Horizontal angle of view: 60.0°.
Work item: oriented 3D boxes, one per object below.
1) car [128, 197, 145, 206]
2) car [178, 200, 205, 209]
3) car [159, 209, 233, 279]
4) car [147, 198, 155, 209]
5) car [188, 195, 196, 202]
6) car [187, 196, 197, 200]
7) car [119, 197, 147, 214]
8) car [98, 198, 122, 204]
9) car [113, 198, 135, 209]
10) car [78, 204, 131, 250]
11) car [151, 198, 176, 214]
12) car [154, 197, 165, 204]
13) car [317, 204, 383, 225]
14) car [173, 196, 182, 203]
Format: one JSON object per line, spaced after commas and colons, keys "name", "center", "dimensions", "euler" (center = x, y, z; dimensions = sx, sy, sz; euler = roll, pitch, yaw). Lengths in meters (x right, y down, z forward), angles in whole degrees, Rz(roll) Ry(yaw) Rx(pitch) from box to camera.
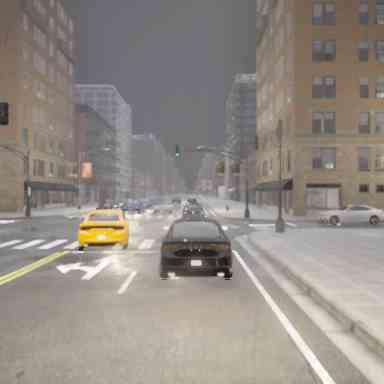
{"name": "car", "center": [-9.743, 1.656, 58.795], "dimensions": [2.128, 1.511, 4.902], "euler": [0, 0, 0]}
{"name": "car", "center": [0.103, 1.630, 27.897], "dimensions": [2.033, 1.411, 5.357], "euler": [0, 0, 0]}
{"name": "car", "center": [0.115, 1.508, 10.200], "dimensions": [1.882, 1.535, 5.008], "euler": [0, 0, 0]}
{"name": "car", "center": [-6.569, 1.659, 46.812], "dimensions": [1.812, 1.442, 4.674], "euler": [0, 0, 0]}
{"name": "car", "center": [0.010, 1.604, 79.211], "dimensions": [1.882, 1.535, 5.008], "euler": [0, 0, 0]}
{"name": "car", "center": [0.008, 1.666, 67.935], "dimensions": [1.882, 1.535, 5.008], "euler": [0, 0, 0]}
{"name": "car", "center": [-6.580, 1.635, 37.710], "dimensions": [1.812, 1.442, 4.674], "euler": [0, 0, 0]}
{"name": "car", "center": [-9.839, 1.619, 39.378], "dimensions": [1.837, 1.490, 4.892], "euler": [0, 0, 0]}
{"name": "car", "center": [-9.801, 1.630, 48.562], "dimensions": [2.128, 1.511, 4.902], "euler": [0, 0, 1]}
{"name": "car", "center": [-3.777, 1.521, 14.674], "dimensions": [1.882, 1.535, 5.008], "euler": [0, 0, -10]}
{"name": "car", "center": [-3.147, 1.709, 37.373], "dimensions": [1.895, 1.301, 4.718], "euler": [0, 0, 0]}
{"name": "car", "center": [-6.492, 1.689, 67.135], "dimensions": [1.837, 1.490, 4.892], "euler": [0, 0, 0]}
{"name": "car", "center": [11.723, 1.636, 24.576], "dimensions": [4.674, 1.442, 1.812], "euler": [0, 0, 0]}
{"name": "car", "center": [-3.242, 1.692, 68.352], "dimensions": [1.837, 1.490, 4.892], "euler": [0, 0, 0]}
